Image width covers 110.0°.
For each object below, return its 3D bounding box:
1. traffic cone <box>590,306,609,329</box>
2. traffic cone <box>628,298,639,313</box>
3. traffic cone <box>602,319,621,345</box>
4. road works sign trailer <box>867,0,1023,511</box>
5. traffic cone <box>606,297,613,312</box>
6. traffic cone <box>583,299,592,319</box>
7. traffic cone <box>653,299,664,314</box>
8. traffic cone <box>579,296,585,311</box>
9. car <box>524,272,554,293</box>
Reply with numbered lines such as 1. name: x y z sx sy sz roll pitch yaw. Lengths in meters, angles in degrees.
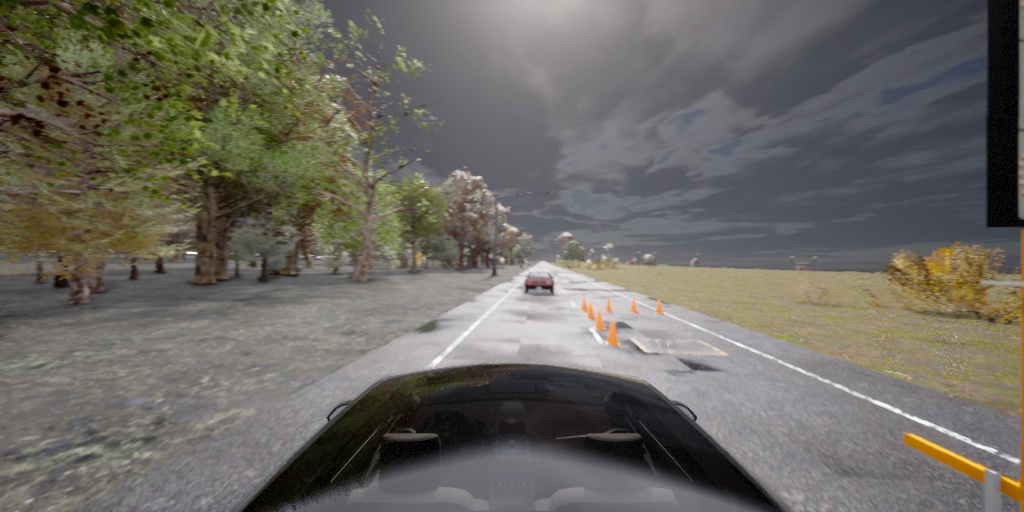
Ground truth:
1. traffic cone: 2.641 1.899 10.842 0.340 0.580 0.340 0 0 5
2. traffic cone: 4.967 2.009 14.661 0.340 0.580 0.340 0 0 5
3. traffic cone: 2.475 1.866 8.849 0.340 0.580 0.340 0 0 5
4. road works sign trailer: 3.383 0.297 1.751 2.380 3.560 2.880 0 0 5
5. traffic cone: 3.971 1.986 14.745 0.340 0.580 0.340 0 0 5
6. traffic cone: 2.808 1.931 12.835 0.340 0.580 0.340 0 0 5
7. traffic cone: 5.964 2.032 14.577 0.340 0.580 0.340 0 0 5
8. traffic cone: 2.975 1.963 14.828 0.340 0.580 0.340 0 0 5
9. car: 1.863 1.716 24.279 1.895 1.301 4.718 1 -1 5
